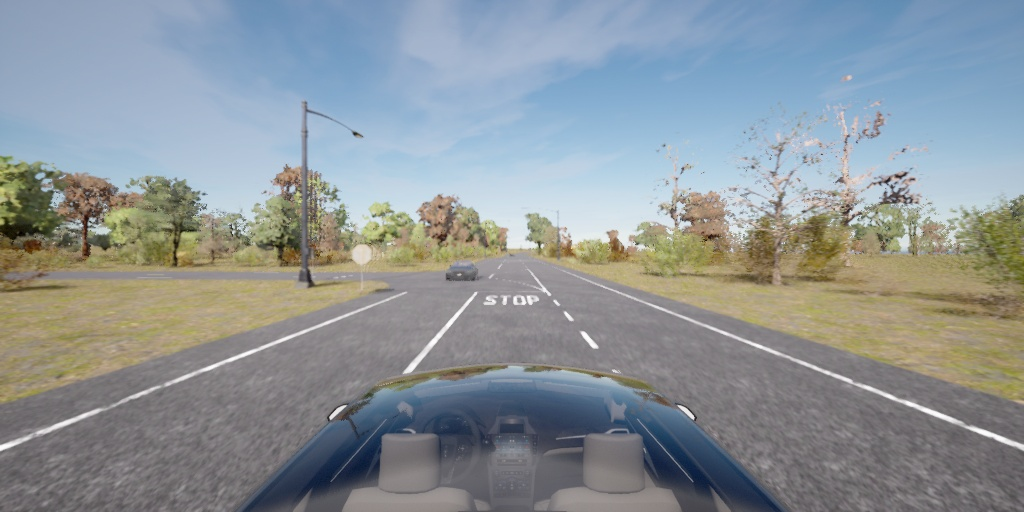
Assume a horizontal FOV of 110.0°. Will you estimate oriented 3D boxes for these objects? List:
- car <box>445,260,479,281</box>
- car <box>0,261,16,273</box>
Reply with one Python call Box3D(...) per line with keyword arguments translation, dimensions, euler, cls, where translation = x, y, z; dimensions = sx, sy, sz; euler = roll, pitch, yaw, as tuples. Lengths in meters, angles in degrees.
Box3D(translation=(-3.463, 1.011, 25.477), dimensions=(1.994, 1.385, 4.181), euler=(0, 1, 0), cls="car")
Box3D(translation=(-49.010, 0.919, 32.960), dimensions=(4.718, 1.301, 1.895), euler=(0, 0, 2), cls="car")
